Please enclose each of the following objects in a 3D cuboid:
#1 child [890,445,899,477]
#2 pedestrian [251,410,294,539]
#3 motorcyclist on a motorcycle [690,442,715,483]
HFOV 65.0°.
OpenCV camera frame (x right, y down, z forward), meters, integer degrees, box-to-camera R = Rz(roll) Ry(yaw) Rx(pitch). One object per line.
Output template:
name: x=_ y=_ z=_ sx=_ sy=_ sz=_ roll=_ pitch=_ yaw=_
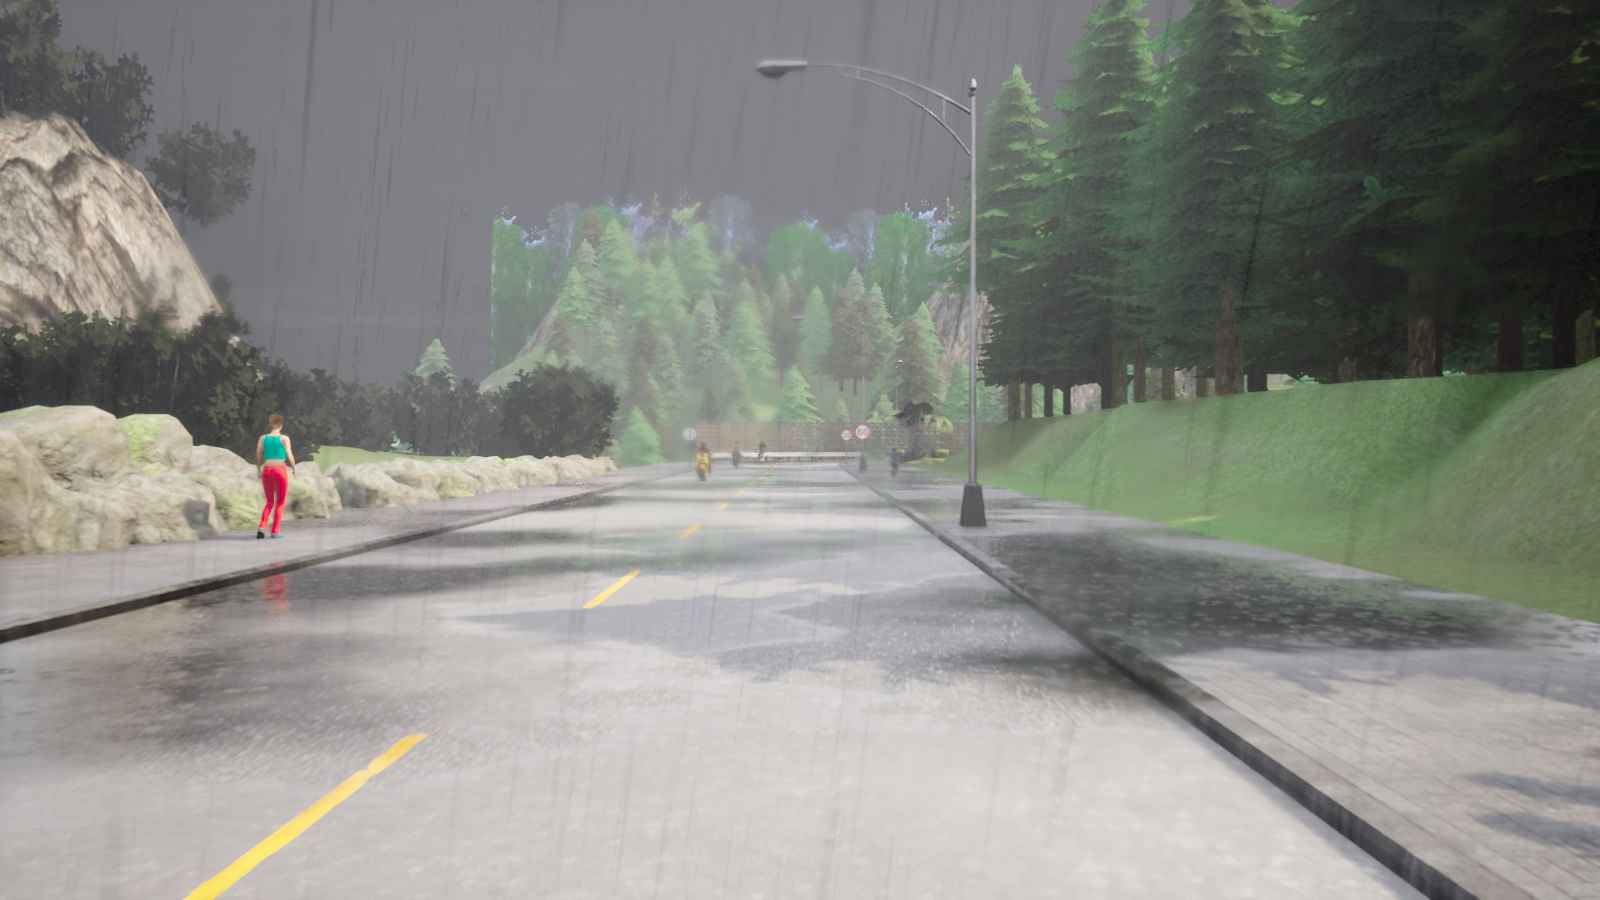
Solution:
child: x=3.875 y=0.448 z=51.329 sx=0.270 sy=1.263 sz=0.437 roll=0 pitch=0 yaw=16
pedestrian: x=-7.644 y=0.348 z=18.208 sx=0.345 sy=1.836 sz=0.594 roll=0 pitch=0 yaw=3
motorcyclist on a motorcycle: x=-3.715 y=0.455 z=48.042 sx=0.797 sy=1.523 sz=2.044 roll=0 pitch=0 yaw=0
